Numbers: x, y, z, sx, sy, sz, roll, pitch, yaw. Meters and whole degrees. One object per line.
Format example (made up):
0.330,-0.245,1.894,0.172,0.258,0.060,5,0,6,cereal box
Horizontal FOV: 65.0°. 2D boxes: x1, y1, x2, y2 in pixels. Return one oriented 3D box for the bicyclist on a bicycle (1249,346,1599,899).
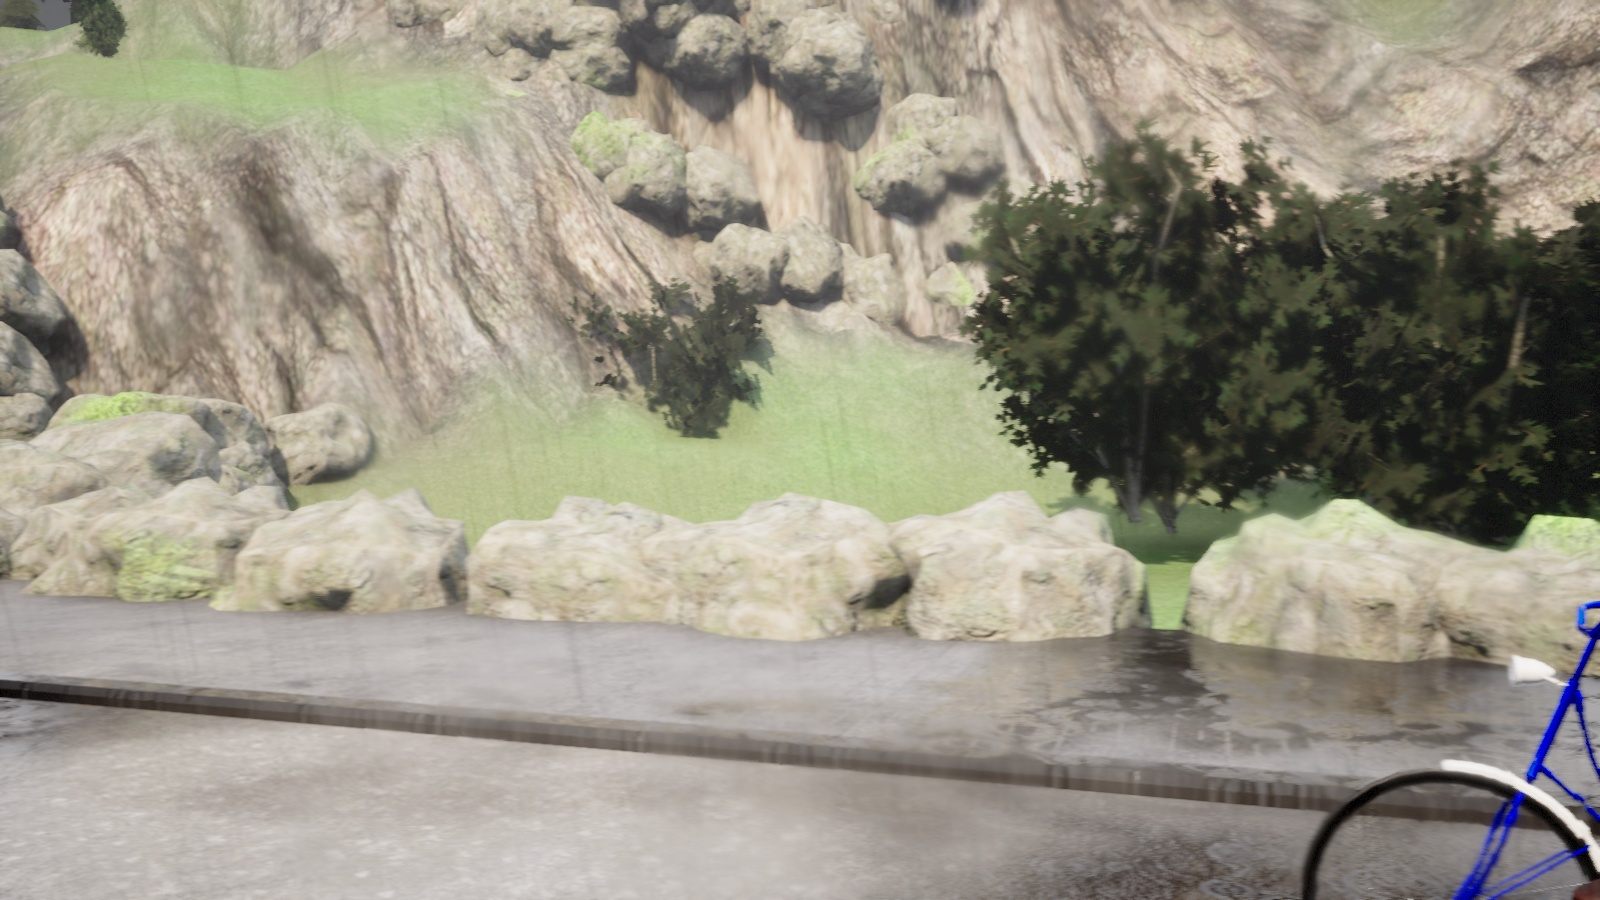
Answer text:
2.073,0.656,3.022,1.843,1.776,0.659,1,1,19,bicyclist on a bicycle
